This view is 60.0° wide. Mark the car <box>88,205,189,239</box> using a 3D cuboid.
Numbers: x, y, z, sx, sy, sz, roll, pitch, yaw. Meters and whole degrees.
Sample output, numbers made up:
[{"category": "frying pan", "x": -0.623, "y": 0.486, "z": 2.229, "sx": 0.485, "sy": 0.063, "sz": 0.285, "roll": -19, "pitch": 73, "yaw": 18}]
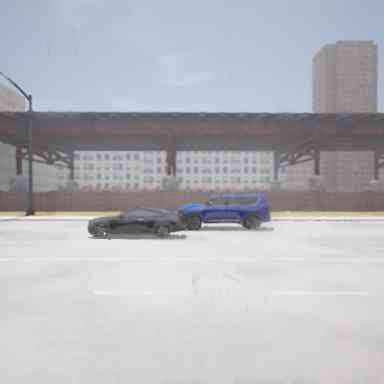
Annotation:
[{"category": "car", "x": -2.635, "y": 1.440, "z": 16.125, "sx": 4.674, "sy": 1.442, "sz": 1.812, "roll": 0, "pitch": 0, "yaw": 0}]

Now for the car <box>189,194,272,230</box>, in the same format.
[{"category": "car", "x": 1.849, "y": 1.118, "z": 19.597, "sx": 5.566, "sy": 2.045, "sz": 2.150, "roll": 0, "pitch": 0, "yaw": 0}]
